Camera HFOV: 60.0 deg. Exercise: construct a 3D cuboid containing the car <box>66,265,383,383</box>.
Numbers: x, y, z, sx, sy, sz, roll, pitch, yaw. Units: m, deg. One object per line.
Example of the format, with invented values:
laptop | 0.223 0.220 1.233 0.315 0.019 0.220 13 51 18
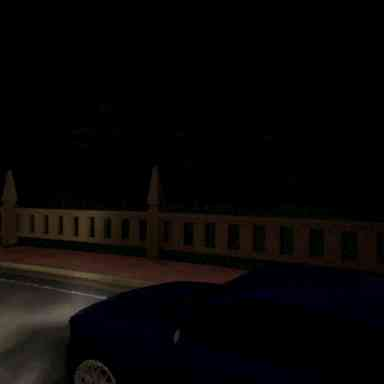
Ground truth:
car | 0.932 1.457 3.024 5.008 1.535 1.882 0 0 34
